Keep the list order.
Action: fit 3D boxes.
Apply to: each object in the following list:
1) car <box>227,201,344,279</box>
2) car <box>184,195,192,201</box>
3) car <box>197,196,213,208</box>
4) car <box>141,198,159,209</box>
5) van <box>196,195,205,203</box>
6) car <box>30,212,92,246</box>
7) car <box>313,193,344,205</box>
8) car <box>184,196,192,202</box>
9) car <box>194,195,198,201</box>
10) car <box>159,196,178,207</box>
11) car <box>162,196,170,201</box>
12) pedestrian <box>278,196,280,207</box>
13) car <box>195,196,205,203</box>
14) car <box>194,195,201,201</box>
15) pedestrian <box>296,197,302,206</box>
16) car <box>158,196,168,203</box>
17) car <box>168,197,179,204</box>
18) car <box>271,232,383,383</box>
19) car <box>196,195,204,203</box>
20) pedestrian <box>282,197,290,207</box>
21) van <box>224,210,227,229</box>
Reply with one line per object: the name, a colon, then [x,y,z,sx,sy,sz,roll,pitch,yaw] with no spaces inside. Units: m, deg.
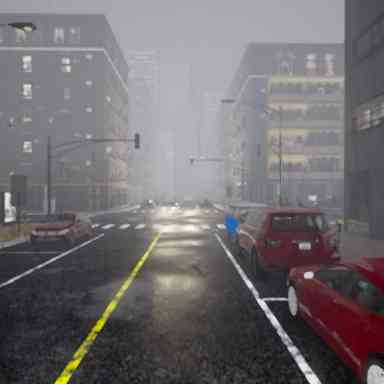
car: [2.562,1.327,10.010,2.192,1.841,5.009,0,0,-1]
car: [-1.068,1.578,87.385,1.895,1.301,4.718,0,0,-1]
car: [2.099,1.652,47.929,1.802,1.307,4.206,0,0,-1]
car: [-6.281,1.637,47.838,1.947,1.339,4.313,0,0,-1]
van: [1.827,1.454,70.021,1.690,1.788,3.998,0,0,-1]
car: [-5.884,1.603,15.436,1.802,1.307,4.206,0,0,-1]
car: [15.331,1.077,35.230,5.009,1.841,2.192,-1,1,-1]
car: [-0.946,1.645,77.350,1.812,1.442,4.674,0,0,-1]
car: [1.896,1.646,64.498,1.887,1.381,4.507,0,0,-1]
car: [-3.728,1.682,53.744,1.895,1.301,4.718,0,0,0]
car: [-6.755,1.732,86.500,1.802,1.307,4.206,0,0,-1]
pedestrian: [5.743,1.173,21.336,0.375,1.860,0.375,0,0,-1]
car: [1.761,1.690,75.544,1.947,1.339,4.313,-1,0,-1]
car: [1.555,1.686,92.283,1.752,1.417,4.829,-1,0,-1]
pedestrian: [6.709,1.176,20.747,0.375,1.860,0.375,0,0,-1]
car: [-6.620,1.671,75.454,1.887,1.381,4.507,0,0,-1]
car: [-3.843,1.665,68.975,1.994,1.385,4.181,0,0,-1]
car: [2.631,1.550,4.482,1.887,1.381,4.507,0,0,-1]
car: [2.032,1.646,53.452,1.947,1.339,4.313,0,0,-1]
pedestrian: [5.798,1.166,20.134,0.375,1.860,0.375,0,0,-1]
van: [2.494,1.361,15.537,1.690,1.788,3.998,0,0,-1]
